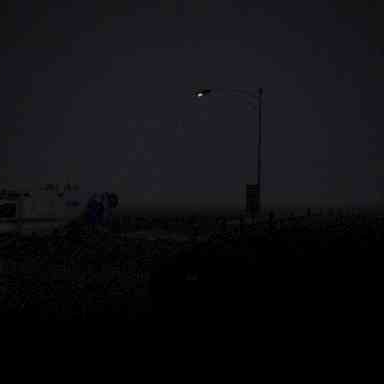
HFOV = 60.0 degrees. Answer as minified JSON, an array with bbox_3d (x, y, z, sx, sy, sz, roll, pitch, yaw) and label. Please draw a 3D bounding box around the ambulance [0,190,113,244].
[{"bbox_3d":[-6.976,1.144,15.164,6.366,2.431,2.351,1,0,-40],"label":"ambulance"}]
